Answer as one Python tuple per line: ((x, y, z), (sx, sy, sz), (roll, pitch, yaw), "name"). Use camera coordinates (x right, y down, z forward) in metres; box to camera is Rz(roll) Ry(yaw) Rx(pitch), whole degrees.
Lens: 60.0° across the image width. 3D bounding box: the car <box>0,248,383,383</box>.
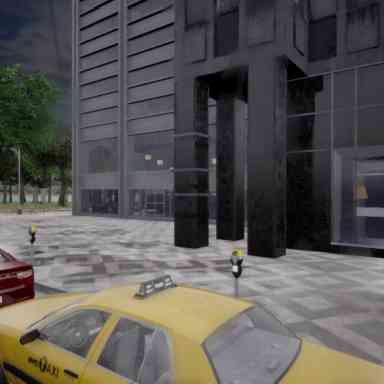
((-0.558, 1.525, 3.361), (4.829, 1.417, 1.752), (0, 0, 36), "car")
